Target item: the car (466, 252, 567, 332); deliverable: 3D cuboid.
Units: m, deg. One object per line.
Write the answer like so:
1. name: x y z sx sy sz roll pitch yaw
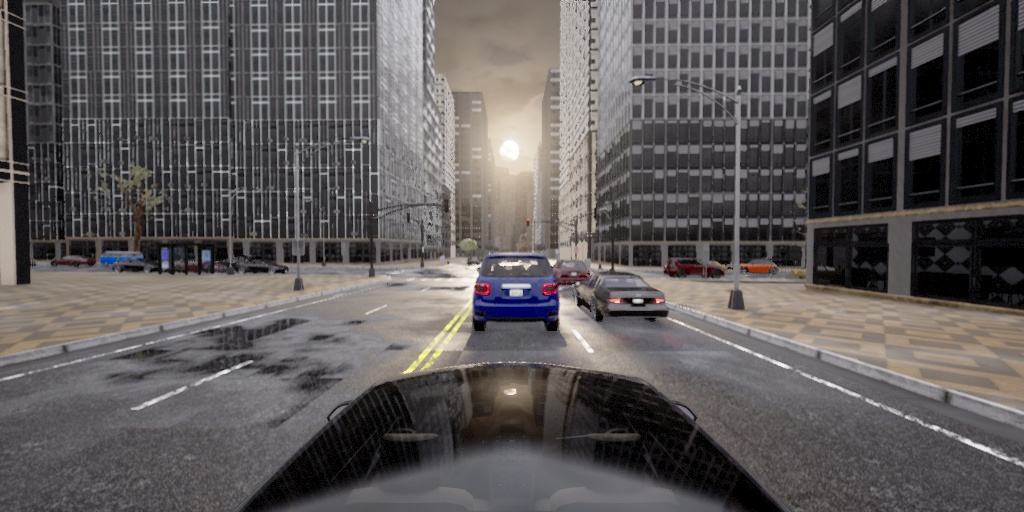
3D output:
1. car: 0.095 0.914 10.756 2.150 2.045 5.566 0 0 0

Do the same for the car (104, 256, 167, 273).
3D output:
1. car: -34.103 0.891 32.972 4.313 1.339 1.948 0 0 1

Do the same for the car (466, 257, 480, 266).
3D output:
1. car: -6.565 0.871 61.110 1.837 1.490 4.892 0 0 0

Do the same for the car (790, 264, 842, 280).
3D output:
1. car: 27.636 1.405 31.956 4.829 1.417 1.751 0 0 1

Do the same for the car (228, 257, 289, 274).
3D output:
1. car: -22.738 0.997 32.668 4.313 1.339 1.948 0 0 1

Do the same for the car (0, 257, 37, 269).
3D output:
1. car: -51.040 0.710 36.012 4.718 1.301 1.895 1 1 2

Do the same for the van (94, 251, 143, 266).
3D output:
1. van: -45.295 0.377 41.629 3.998 1.789 1.690 0 0 1

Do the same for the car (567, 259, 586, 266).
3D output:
1. car: 3.345 0.979 21.490 2.097 1.767 4.553 0 0 0

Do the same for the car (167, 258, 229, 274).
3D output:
1. car: -28.422 0.961 32.800 4.207 1.307 1.802 0 0 1

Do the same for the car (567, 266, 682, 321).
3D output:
1. car: 3.348 1.233 12.051 2.033 1.411 5.357 0 0 0

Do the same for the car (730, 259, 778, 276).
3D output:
1. car: 25.174 1.084 37.765 4.553 1.767 2.097 0 1 1

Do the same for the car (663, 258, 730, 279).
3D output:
1. car: 16.187 1.094 32.150 5.009 1.841 2.192 0 0 1

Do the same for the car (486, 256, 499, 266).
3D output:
1. car: -3.314 0.844 61.089 1.882 1.535 5.008 0 0 0
